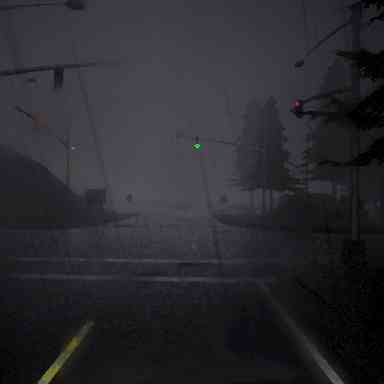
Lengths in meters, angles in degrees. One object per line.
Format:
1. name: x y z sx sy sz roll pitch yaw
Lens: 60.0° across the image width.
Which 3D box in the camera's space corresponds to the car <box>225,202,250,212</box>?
1. car: 6.965 2.226 49.343 4.181 1.385 1.994 1 0 0
